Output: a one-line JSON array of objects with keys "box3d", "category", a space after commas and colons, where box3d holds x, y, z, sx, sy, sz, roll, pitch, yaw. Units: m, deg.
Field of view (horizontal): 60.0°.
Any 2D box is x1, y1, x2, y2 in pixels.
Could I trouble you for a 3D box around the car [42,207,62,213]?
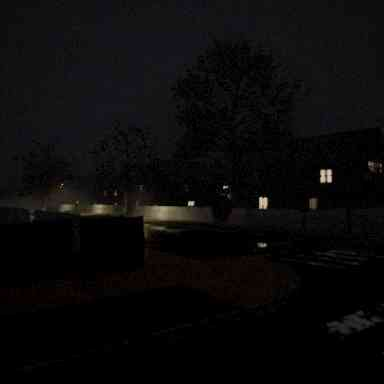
[{"box3d": [-19.647, 2.783, 46.352, 2.033, 1.411, 5.357, 1, -2, -35], "category": "car"}]
